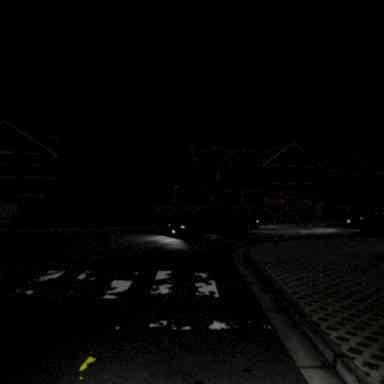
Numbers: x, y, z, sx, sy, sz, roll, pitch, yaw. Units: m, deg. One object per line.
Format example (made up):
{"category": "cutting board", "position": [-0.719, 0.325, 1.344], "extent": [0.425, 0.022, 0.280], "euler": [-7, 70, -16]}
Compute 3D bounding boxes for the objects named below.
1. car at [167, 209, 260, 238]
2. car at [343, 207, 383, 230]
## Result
{"category": "car", "position": [1.308, 1.675, 18.456], "extent": [5.357, 1.411, 2.033], "euler": [1, -1, -32]}
{"category": "car", "position": [12.988, 1.780, 23.521], "extent": [4.902, 1.511, 2.128], "euler": [1, 0, -20]}
